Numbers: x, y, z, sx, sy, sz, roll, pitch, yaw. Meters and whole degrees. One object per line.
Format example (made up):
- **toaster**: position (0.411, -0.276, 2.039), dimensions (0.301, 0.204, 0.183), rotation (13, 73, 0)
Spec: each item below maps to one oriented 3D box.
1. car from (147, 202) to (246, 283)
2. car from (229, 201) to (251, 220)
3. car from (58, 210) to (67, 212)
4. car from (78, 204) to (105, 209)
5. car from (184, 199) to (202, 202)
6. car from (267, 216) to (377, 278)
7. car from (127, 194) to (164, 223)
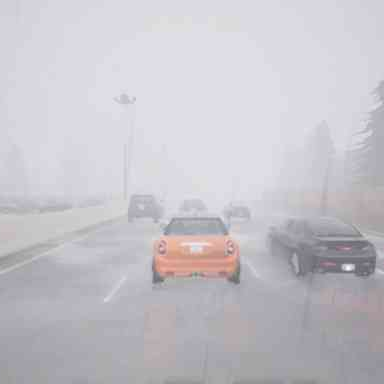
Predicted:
- **car**: position (0.099, 1.325, 9.700), dimensions (2.097, 1.767, 4.553), rotation (0, 0, 0)
- **car**: position (3.581, 1.452, 26.927), dimensions (1.812, 1.442, 4.674), rotation (0, 0, 0)
- **car**: position (-14.102, 1.505, 34.569), dimensions (1.895, 1.301, 4.718), rotation (0, 0, 0)
- **car**: position (-10.593, 1.407, 35.423), dimensions (1.837, 1.490, 4.892), rotation (0, 0, 0)
- **car**: position (0.095, 1.281, 25.661), dimensions (2.097, 1.767, 4.553), rotation (0, 0, 0)
- **car**: position (3.598, 1.477, 10.072), dimensions (1.837, 1.490, 4.892), rotation (0, 0, 0)
- **car**: position (-3.405, 1.152, 25.052), dimensions (2.150, 2.045, 5.566), rotation (0, 0, 0)
